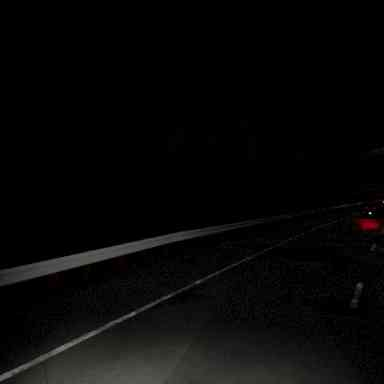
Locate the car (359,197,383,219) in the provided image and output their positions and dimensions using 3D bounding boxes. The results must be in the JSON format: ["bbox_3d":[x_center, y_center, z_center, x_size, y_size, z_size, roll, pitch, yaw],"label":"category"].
[{"bbox_3d":[16.160,1.505,29.524,1.837,1.490,4.892,0,0,35],"label":"car"}]

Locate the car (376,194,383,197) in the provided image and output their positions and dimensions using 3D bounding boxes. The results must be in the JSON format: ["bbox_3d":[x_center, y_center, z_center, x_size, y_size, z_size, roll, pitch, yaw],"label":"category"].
[{"bbox_3d":[22.245,1.221,38.040,2.150,2.045,5.566,0,0,36],"label":"car"}]
